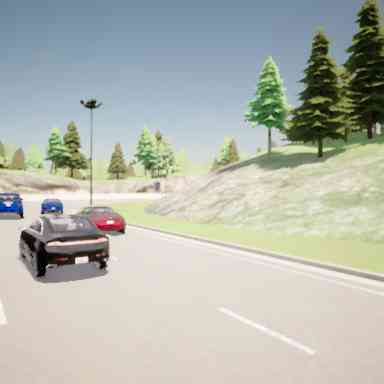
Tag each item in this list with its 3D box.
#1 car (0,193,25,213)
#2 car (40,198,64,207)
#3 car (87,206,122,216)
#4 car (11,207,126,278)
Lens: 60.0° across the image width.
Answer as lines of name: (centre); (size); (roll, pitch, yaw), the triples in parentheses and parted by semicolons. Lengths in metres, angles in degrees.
car: (-15.480, 1.083, 28.161); (2.150, 2.045, 5.566); (0, 0, -28)
car: (-13.554, 1.322, 32.268); (1.882, 1.535, 5.008); (0, 0, -25)
car: (-5.207, 1.477, 18.326); (1.994, 1.385, 4.181); (0, 0, -33)
car: (-4.033, 1.443, 10.185); (2.128, 1.511, 4.902); (0, 0, -33)
